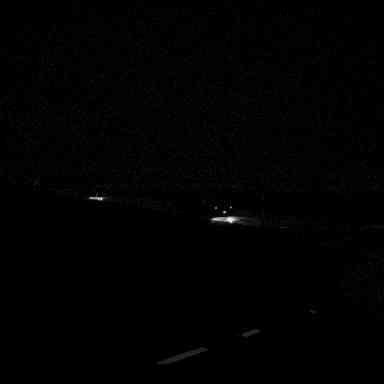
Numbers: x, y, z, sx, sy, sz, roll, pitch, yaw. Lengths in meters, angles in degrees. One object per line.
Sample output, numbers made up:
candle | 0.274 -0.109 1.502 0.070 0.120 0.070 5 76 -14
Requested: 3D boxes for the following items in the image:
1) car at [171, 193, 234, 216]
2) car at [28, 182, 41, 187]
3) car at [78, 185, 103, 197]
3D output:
car | 0.580 0.814 23.764 2.033 1.411 5.357 -1 3 -36
car | -39.393 -1.629 84.114 1.812 1.442 4.674 -1 1 -36
car | -13.160 -0.131 42.873 2.033 1.411 5.357 -1 3 -35
